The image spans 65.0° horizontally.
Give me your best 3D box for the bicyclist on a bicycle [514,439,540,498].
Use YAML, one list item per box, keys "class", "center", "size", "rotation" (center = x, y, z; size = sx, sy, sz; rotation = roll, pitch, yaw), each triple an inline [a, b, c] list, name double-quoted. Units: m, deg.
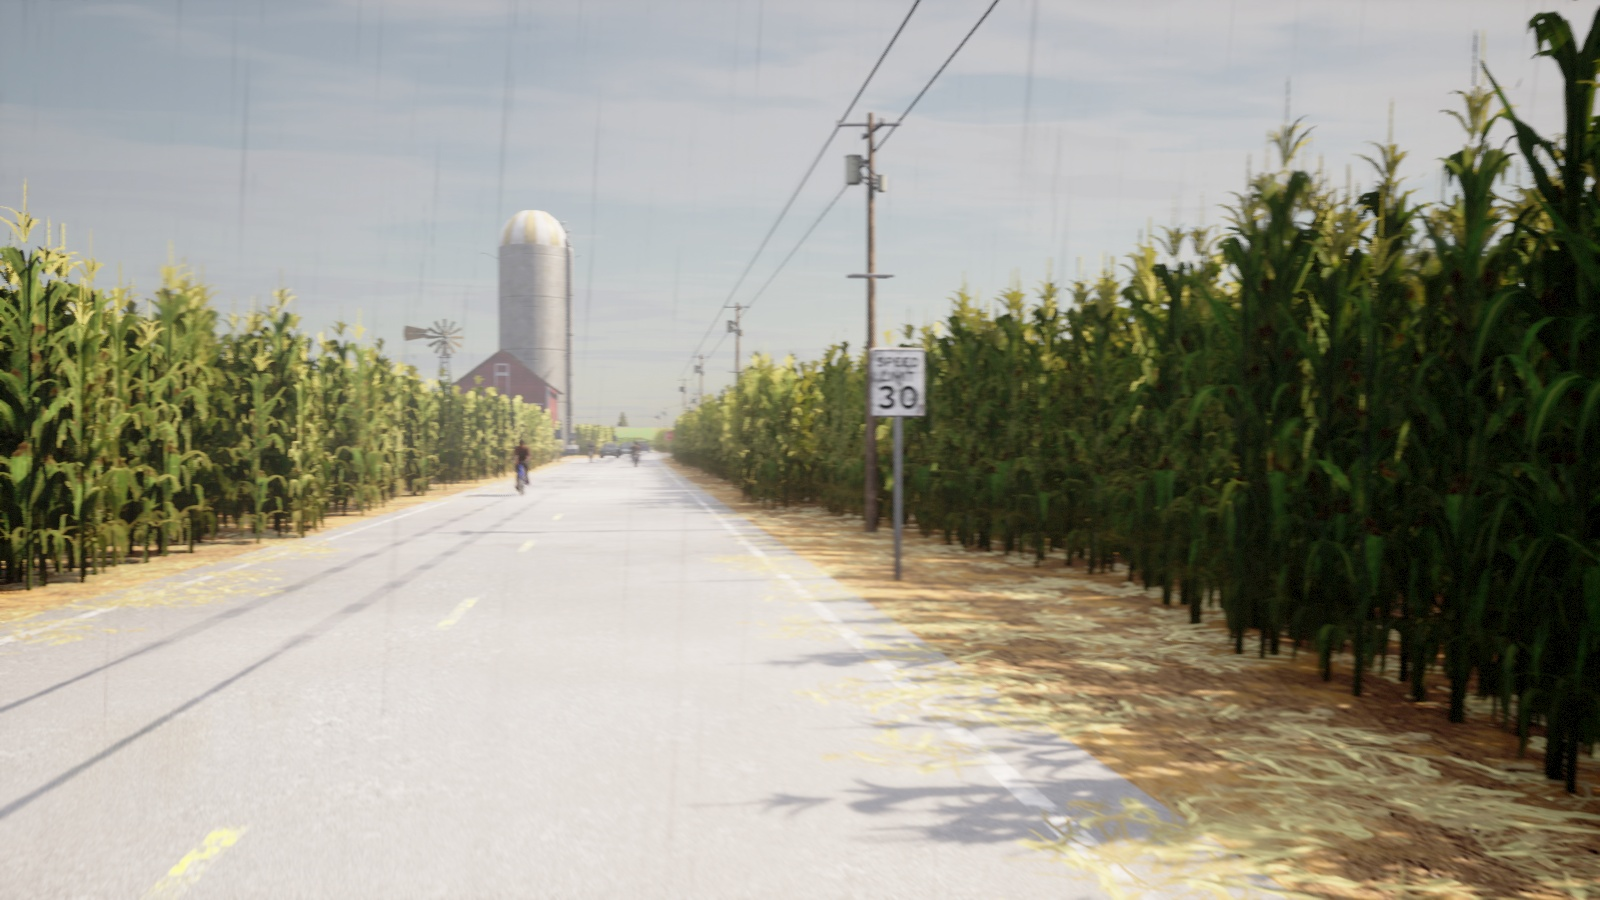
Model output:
- class: "bicyclist on a bicycle"
  center: [-7.654, 0.504, 35.263]
  size: [0.582, 1.620, 1.656]
  rotation: [0, 1, -7]
